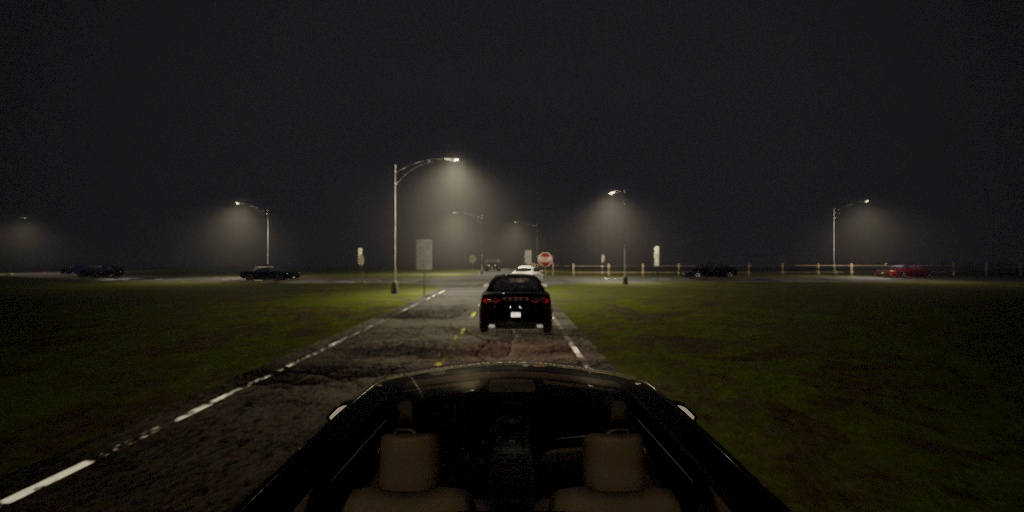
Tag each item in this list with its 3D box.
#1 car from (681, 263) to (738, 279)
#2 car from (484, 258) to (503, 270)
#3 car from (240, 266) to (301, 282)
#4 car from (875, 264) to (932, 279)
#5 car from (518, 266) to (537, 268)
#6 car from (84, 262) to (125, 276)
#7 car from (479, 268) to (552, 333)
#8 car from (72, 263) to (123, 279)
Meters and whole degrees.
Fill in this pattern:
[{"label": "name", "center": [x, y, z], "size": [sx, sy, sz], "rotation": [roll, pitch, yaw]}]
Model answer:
[{"label": "car", "center": [19.014, 1.401, 34.651], "size": [5.008, 1.535, 1.882], "rotation": [0, 0, -2]}, {"label": "car", "center": [-2.811, 1.291, 53.036], "size": [2.150, 2.045, 5.566], "rotation": [0, 0, 0]}, {"label": "car", "center": [-21.491, 1.584, 32.046], "size": [4.718, 1.301, 1.895], "rotation": [0, 0, 8]}, {"label": "car", "center": [38.325, 1.478, 35.185], "size": [4.181, 1.385, 1.994], "rotation": [0, 0, -1]}, {"label": "car", "center": [1.169, 1.426, 25.531], "size": [1.812, 1.442, 4.674], "rotation": [0, -1, 15]}, {"label": "car", "center": [-48.262, 1.544, 42.416], "size": [5.008, 1.535, 1.882], "rotation": [0, 0, 25]}, {"label": "car", "center": [0.106, 1.285, 11.034], "size": [1.882, 1.535, 5.008], "rotation": [0, -1, 0]}, {"label": "car", "center": [-42.757, 1.652, 37.187], "size": [4.718, 1.301, 1.895], "rotation": [0, 0, 20]}]
